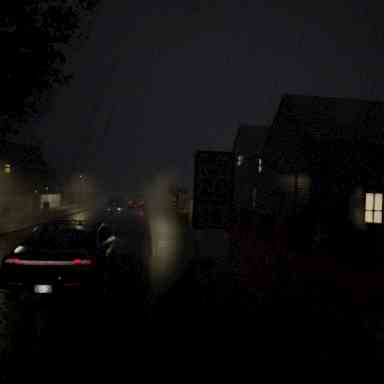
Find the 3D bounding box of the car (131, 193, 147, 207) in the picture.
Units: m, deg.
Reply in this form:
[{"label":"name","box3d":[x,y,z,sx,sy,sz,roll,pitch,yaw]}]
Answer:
[{"label":"car","box3d":[-7.645,1.106,48.608,2.097,1.767,4.553,2,0,-7]}]

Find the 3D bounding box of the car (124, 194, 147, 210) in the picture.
[{"label":"car","box3d":[-6.438,1.314,38.885,1.812,1.442,4.674,2,0,-6]}]

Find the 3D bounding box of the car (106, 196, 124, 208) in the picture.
[{"label":"car","box3d":[-9.725,1.231,42.724,1.994,1.385,4.181,2,0,-7]}]

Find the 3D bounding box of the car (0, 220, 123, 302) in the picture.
[{"label":"car","box3d":[-2.824,1.427,8.093,2.128,1.511,4.902,2,0,-7]}]
